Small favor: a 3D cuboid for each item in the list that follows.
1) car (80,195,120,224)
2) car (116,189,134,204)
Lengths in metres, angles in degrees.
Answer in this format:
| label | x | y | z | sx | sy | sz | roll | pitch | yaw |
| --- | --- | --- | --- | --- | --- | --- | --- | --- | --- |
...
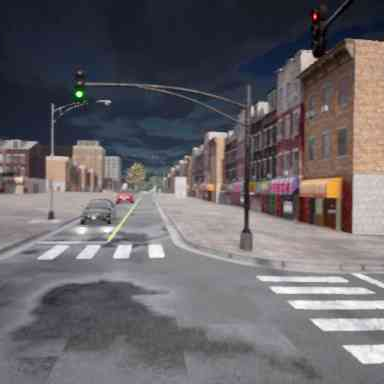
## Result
| label | x | y | z | sx | sy | sz | roll | pitch | yaw |
| --- | --- | --- | --- | --- | --- | --- | --- | --- | --- |
| car | -6.049 | 1.224 | 21.839 | 1.837 | 1.490 | 4.892 | 1 | 1 | -7 |
| car | -9.251 | 0.573 | 46.427 | 2.150 | 2.045 | 5.566 | 1 | 0 | -7 |
